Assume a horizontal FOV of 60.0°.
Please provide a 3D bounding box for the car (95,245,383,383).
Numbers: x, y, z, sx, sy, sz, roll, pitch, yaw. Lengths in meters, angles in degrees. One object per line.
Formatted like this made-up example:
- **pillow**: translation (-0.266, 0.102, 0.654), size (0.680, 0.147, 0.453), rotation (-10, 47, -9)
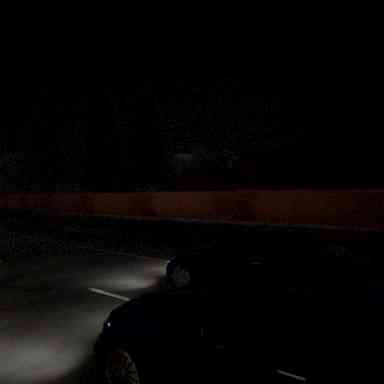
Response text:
- **car**: translation (1.029, 1.543, 3.335), size (4.674, 1.442, 1.812), rotation (-1, -1, 36)

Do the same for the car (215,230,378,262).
- **car**: translation (1.546, 1.569, 7.316), size (4.674, 1.442, 1.812), rotation (-1, -1, 37)
